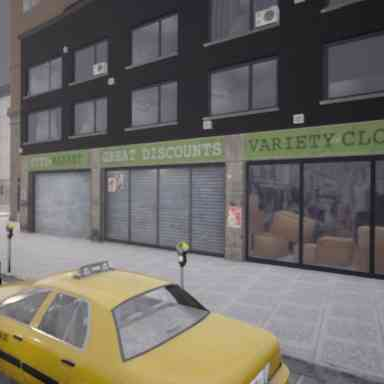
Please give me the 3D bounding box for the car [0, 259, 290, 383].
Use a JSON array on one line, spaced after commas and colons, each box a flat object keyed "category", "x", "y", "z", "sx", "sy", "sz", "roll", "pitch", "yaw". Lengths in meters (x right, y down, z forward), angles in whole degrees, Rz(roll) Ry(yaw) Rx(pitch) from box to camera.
[{"category": "car", "x": -1.354, "y": 1.523, "z": 4.047, "sx": 4.829, "sy": 1.417, "sz": 1.752, "roll": 0, "pitch": 1, "yaw": 35}]
